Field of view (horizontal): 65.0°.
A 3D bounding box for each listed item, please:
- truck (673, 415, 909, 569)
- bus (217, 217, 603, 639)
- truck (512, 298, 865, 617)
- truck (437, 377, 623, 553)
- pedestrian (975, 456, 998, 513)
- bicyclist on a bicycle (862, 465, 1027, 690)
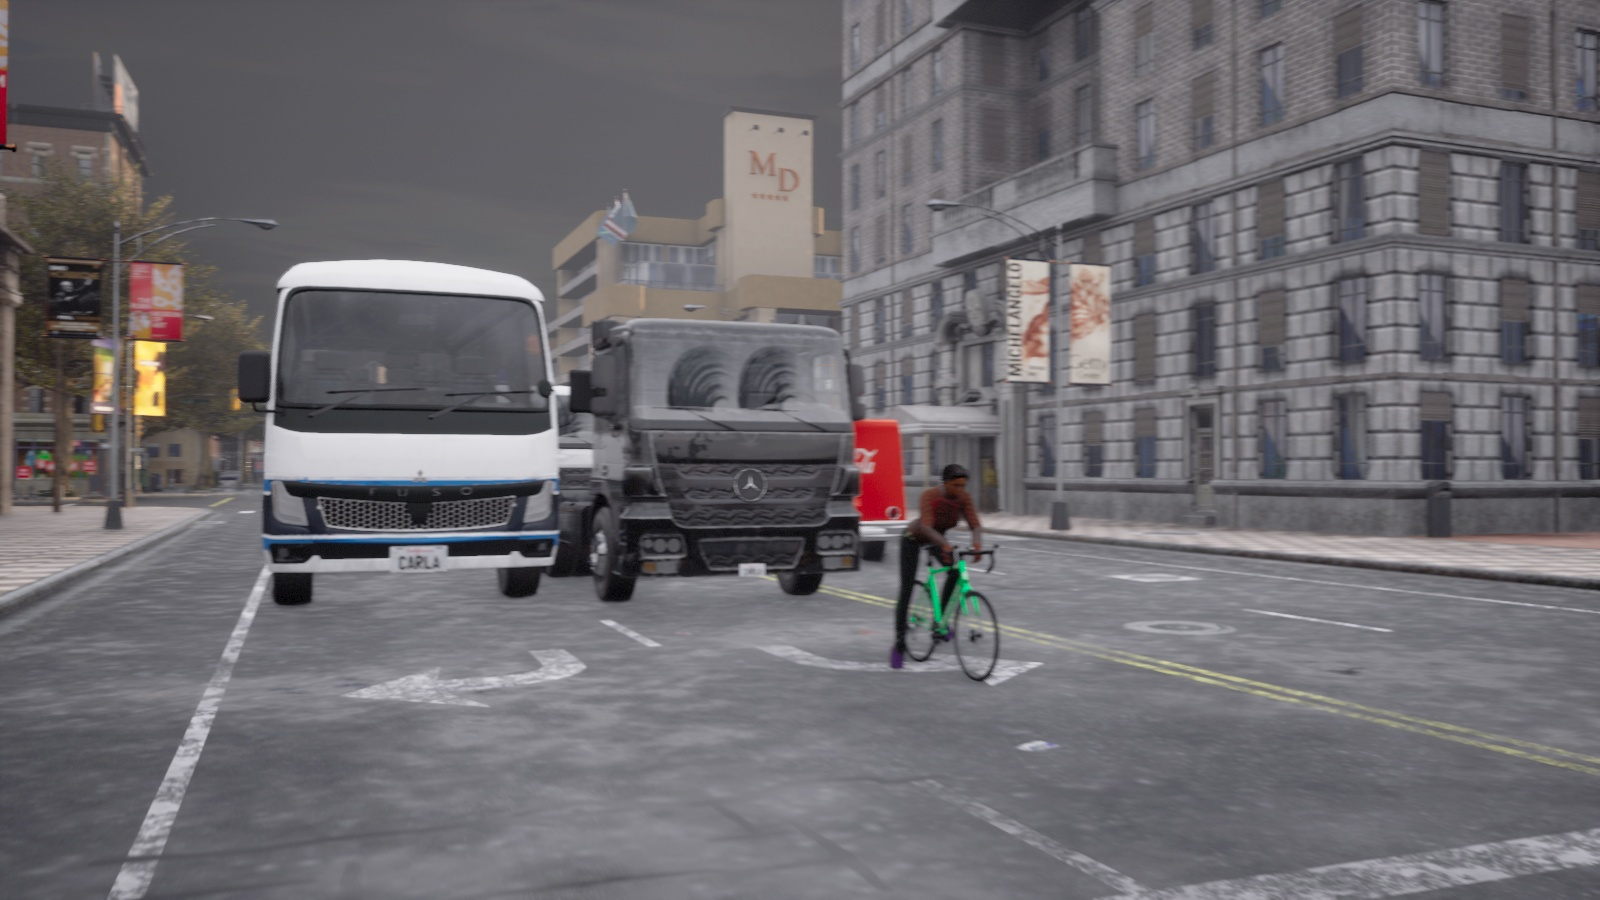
[{"bbox_3d":[-0.349,0.723,23.058,2.627,2.467,5.204,0,-1,-22],"label":"truck"},{"bbox_3d":[-5.940,-0.214,18.167,3.944,4.253,10.273,0,0,-22],"label":"bus"},{"bbox_3d":[-2.039,0.150,17.847,2.891,3.462,7.936,0,-1,-21],"label":"truck"},{"bbox_3d":[-6.462,0.368,28.987,2.891,3.462,7.936,0,-1,-22],"label":"truck"},{"bbox_3d":[6.117,1.129,41.186,0.431,1.840,0.709,0,-1,-18],"label":"pedestrian"},{"bbox_3d":[1.098,0.929,9.935,0.582,1.620,1.656,0,-1,-21],"label":"bicyclist on a bicycle"}]
